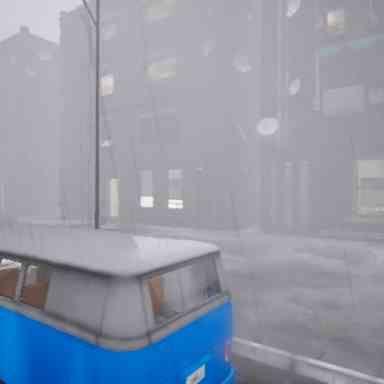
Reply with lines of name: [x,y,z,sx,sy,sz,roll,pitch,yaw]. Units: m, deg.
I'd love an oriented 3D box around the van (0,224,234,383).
van: [-1.478,1.352,3.922,3.998,1.788,1.690,0,0,35]
